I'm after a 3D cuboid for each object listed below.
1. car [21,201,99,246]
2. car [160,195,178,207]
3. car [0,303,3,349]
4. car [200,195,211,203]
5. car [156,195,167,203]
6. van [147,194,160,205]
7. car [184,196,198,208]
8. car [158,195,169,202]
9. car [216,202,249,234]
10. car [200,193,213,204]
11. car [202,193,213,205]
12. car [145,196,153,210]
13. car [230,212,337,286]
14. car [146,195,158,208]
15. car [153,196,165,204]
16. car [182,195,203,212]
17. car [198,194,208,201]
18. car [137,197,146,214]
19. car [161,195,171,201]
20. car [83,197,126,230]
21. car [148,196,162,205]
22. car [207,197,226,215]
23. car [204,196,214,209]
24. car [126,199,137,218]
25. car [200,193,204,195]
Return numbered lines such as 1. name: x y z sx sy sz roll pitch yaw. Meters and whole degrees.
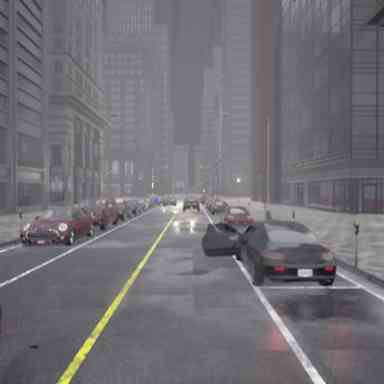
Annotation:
1. car: -5.810 1.387 14.787 1.967 1.590 4.097 0 0 0
2. car: -3.149 1.365 48.158 1.837 1.490 4.892 0 0 0
3. car: -3.104 1.497 1.923 1.837 1.490 4.892 0 0 0
4. car: 2.555 1.355 65.547 1.947 1.339 4.313 0 0 0
5. car: -5.969 1.355 65.517 1.947 1.339 4.313 0 0 0
6. van: -5.917 1.176 48.607 1.690 1.788 3.998 0 0 0
7. car: -0.126 1.345 46.929 1.837 1.490 4.892 0 0 0
8. car: -5.987 1.341 71.154 1.947 1.339 4.313 0 0 0
9. car: 2.698 1.509 20.458 1.802 1.307 4.206 0 0 0
10. car: 2.572 1.119 59.910 2.192 1.841 5.009 0 0 0
11. car: 2.626 1.292 43.002 1.967 1.590 4.097 0 0 0
12. car: -5.880 1.420 37.334 2.008 1.369 4.403 0 0 0
13. car: 2.326 1.493 9.154 1.812 1.442 4.674 0 0 0
14. car: -5.898 1.434 42.971 1.802 1.307 4.206 0 0 0
15. car: -5.952 1.385 59.881 1.802 1.307 4.206 0 0 0
16. car: -0.042 1.376 36.933 1.837 1.490 4.892 0 0 0
17. car: 2.519 1.202 76.818 1.967 1.590 4.097 0 0 0
18. car: -5.862 1.454 31.698 1.947 1.339 4.313 0 0 0
19. car: -6.005 1.312 76.790 2.008 1.369 4.403 0 0 0
20. car: -5.828 1.242 20.424 2.192 1.841 5.009 0 0 0
21. car: -5.933 1.345 54.074 1.752 1.417 4.829 0 0 0
22. car: 2.662 1.470 31.730 1.802 1.307 4.206 0 0 0
23. car: 2.645 1.452 37.367 1.802 1.307 4.206 0 0 0
24. car: -5.845 1.473 26.061 1.947 1.339 4.313 0 0 0
25. car: 2.590 1.134 54.273 2.192 1.841 5.009 0 0 0
